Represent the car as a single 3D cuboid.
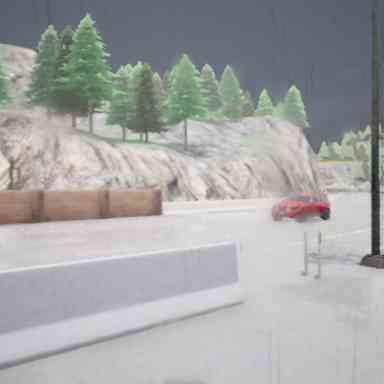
[{"bbox_3d":[8.065,1.091,24.216,5.566,2.045,2.150,0,0,-42],"label":"car"}]
